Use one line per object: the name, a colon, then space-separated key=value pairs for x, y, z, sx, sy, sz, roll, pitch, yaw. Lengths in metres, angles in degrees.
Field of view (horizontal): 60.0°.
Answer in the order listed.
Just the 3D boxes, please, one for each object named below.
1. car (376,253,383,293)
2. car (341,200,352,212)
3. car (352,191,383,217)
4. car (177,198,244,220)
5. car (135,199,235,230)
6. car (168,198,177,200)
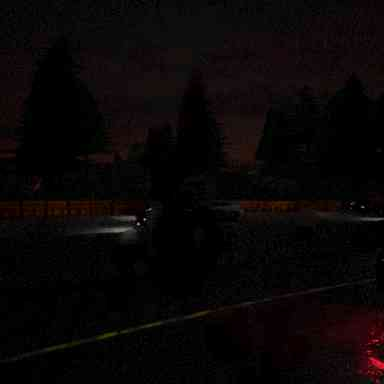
car: x=5.903 y=1.432 z=6.670 sx=4.892 sy=1.490 sz=1.837 roll=0 pitch=0 yaw=-24
car: x=16.511 y=0.988 z=31.433 sx=4.553 sy=1.767 sz=2.097 roll=0 pitch=1 yaw=-7
car: x=16.904 y=0.879 z=27.953 sx=5.566 sy=2.045 sz=2.150 roll=0 pitch=1 yaw=-7
car: x=1.536 y=1.293 z=24.095 sx=4.674 sy=1.442 sz=1.812 roll=0 pitch=1 yaw=-20
car: x=-0.507 y=1.357 z=19.337 sx=5.357 sy=1.411 sz=2.033 roll=0 pitch=1 yaw=-25
car: x=-1.309 y=1.232 z=26.702 sx=4.892 sy=1.490 sz=1.837 roll=0 pitch=0 yaw=-22
